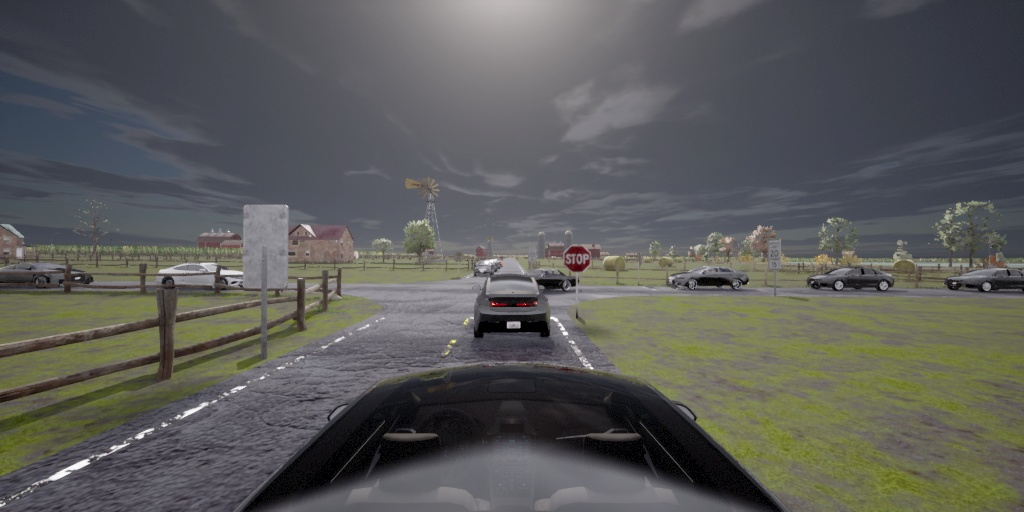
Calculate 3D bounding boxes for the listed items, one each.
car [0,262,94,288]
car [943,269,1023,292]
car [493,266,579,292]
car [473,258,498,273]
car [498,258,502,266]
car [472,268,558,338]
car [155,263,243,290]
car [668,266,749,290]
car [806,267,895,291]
[{"bbox_3d":[-26.353,1.048,20.076,4.181,1.385,1.994,1,-1,-1],"label":"car"},{"bbox_3d":[31.716,1.587,23.772,4.892,1.490,1.837,1,-1,-1],"label":"car"},{"bbox_3d":[1.510,1.369,20.270,4.718,1.301,1.895,1,0,-35],"label":"car"},{"bbox_3d":[-2.838,1.243,36.913,2.128,1.511,4.902,0,0,0],"label":"car"},{"bbox_3d":[-2.825,1.241,46.359,2.128,1.511,4.902,0,0,0],"label":"car"},{"bbox_3d":[-0.069,1.256,10.225,1.837,1.490,4.892,0,0,-3],"label":"car"},{"bbox_3d":[-17.233,1.103,20.192,4.674,1.442,1.812,1,-1,-1],"label":"car"},{"bbox_3d":[12.811,1.397,23.491,4.902,1.511,2.128,1,-1,-2],"label":"car"},{"bbox_3d":[22.213,1.499,23.657,4.892,1.490,1.837,1,-1,-1],"label":"car"}]
